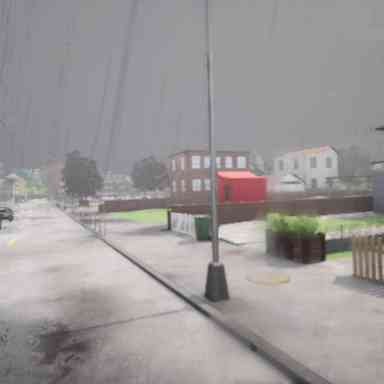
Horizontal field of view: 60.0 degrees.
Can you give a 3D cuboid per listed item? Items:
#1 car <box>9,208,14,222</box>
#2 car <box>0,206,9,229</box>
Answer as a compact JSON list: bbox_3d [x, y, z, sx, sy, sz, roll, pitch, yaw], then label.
[{"bbox_3d":[-17.809,2.052,31.060,1.994,1.385,4.181,-2,0,-24],"label":"car"},{"bbox_3d":[-13.725,1.871,21.962,2.128,1.511,4.902,-2,0,-24],"label":"car"}]
